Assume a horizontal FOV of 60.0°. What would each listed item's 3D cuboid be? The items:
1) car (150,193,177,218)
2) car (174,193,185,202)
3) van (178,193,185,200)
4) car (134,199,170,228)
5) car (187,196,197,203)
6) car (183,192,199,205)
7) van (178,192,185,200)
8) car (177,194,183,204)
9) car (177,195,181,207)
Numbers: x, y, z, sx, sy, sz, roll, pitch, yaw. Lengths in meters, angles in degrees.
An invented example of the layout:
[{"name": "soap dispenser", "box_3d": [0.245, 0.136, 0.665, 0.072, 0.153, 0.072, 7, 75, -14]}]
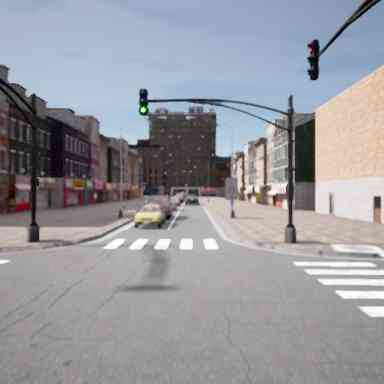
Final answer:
[{"name": "car", "box_3d": [-2.624, 1.197, 27.089, 2.192, 1.841, 5.009, 0, 0, 0]}, {"name": "car", "box_3d": [-2.611, 1.058, 70.642, 2.192, 1.841, 5.009, 0, 0, 0]}, {"name": "van", "box_3d": [-2.607, 1.047, 81.531, 1.690, 1.788, 3.998, 0, 0, 0]}, {"name": "car", "box_3d": [-2.627, 1.429, 21.477, 1.752, 1.417, 4.829, 0, 0, 0]}, {"name": "car", "box_3d": [0.021, 1.371, 62.358, 1.895, 1.301, 4.718, 0, 0, 0]}, {"name": "car", "box_3d": [0.018, 1.152, 52.175, 2.097, 1.767, 4.553, 0, 0, 0]}, {"name": "van", "box_3d": [-2.605, 1.027, 86.975, 1.690, 1.788, 3.998, 0, 0, 0]}, {"name": "car", "box_3d": [-2.619, 1.335, 48.696, 1.752, 1.417, 4.829, 0, 0, 0]}, {"name": "car", "box_3d": [-2.622, 1.394, 37.978, 2.008, 1.369, 4.403, 0, 0, 0]}]
